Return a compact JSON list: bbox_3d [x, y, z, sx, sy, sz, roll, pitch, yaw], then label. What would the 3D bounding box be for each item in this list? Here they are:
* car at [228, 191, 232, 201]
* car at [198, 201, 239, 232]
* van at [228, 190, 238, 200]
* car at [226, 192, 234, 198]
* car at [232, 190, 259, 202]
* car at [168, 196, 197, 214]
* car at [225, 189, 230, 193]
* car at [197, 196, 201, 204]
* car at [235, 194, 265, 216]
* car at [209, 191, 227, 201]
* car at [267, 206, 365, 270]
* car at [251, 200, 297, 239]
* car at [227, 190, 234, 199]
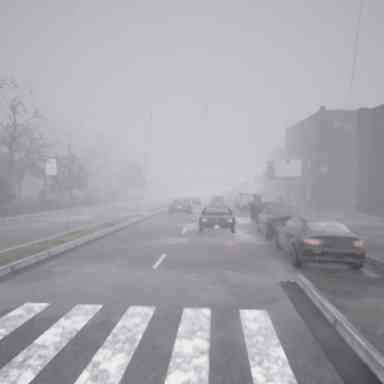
[{"bbox_3d":[6.972,1.013,49.390,2.231,1.521,4.892,0,1,5],"label":"car"},{"bbox_3d":[1.407,1.418,18.673,1.895,1.301,4.718,0,1,4],"label":"car"},{"bbox_3d":[8.731,0.564,71.540,1.878,1.987,4.442,0,1,5],"label":"van"},{"bbox_3d":[10.021,0.667,87.822,2.002,1.452,4.674,0,1,5],"label":"car"},{"bbox_3d":[6.095,0.997,38.348,2.185,1.767,4.553,0,1,5],"label":"car"},{"bbox_3d":[-0.934,1.241,30.342,1.994,1.385,4.181,0,1,5],"label":"car"},{"bbox_3d":[7.840,0.651,60.312,2.435,2.045,5.566,0,1,5],"label":"car"},{"bbox_3d":[0.209,1.133,44.776,1.895,1.301,4.718,0,1,5],"label":"car"},{"bbox_3d":[5.650,1.219,32.746,2.002,1.452,4.674,0,1,5],"label":"car"},{"bbox_3d":[3.409,1.066,44.300,1.837,1.490,4.892,0,1,5],"label":"car"},{"bbox_3d":[3.925,1.439,10.776,2.002,1.452,4.674,2,1,4],"label":"car"},{"bbox_3d":[4.343,1.374,16.256,2.163,1.488,4.792,0,1,5],"label":"car"},{"bbox_3d":[7.409,0.957,54.899,2.097,1.535,5.008,0,1,5],"label":"car"}]
